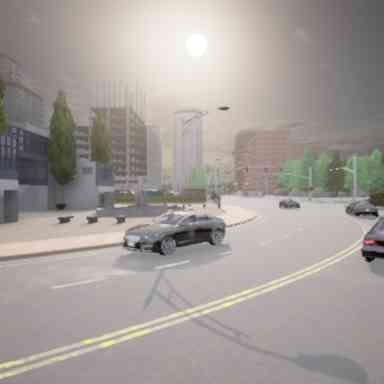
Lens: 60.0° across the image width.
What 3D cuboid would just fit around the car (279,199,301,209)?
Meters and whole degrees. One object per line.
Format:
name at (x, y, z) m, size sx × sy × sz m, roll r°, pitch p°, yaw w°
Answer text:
car at (13.314, 1.605, 45.679) m, size 2.033 × 1.411 × 5.357 m, roll 0°, pitch 0°, yaw 1°

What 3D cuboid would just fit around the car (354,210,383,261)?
car at (7.225, 1.535, 11.428) m, size 2.033 × 1.411 × 5.357 m, roll -1°, pitch 0°, yaw 38°

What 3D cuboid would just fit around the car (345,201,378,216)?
car at (15.878, 1.554, 31.301) m, size 1.994 × 1.385 × 4.181 m, roll 0°, pitch 0°, yaw 11°

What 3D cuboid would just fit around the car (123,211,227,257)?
car at (-0.521, 1.543, 13.467) m, size 2.128 × 1.511 × 4.902 m, roll 0°, pitch 0°, yaw 41°
